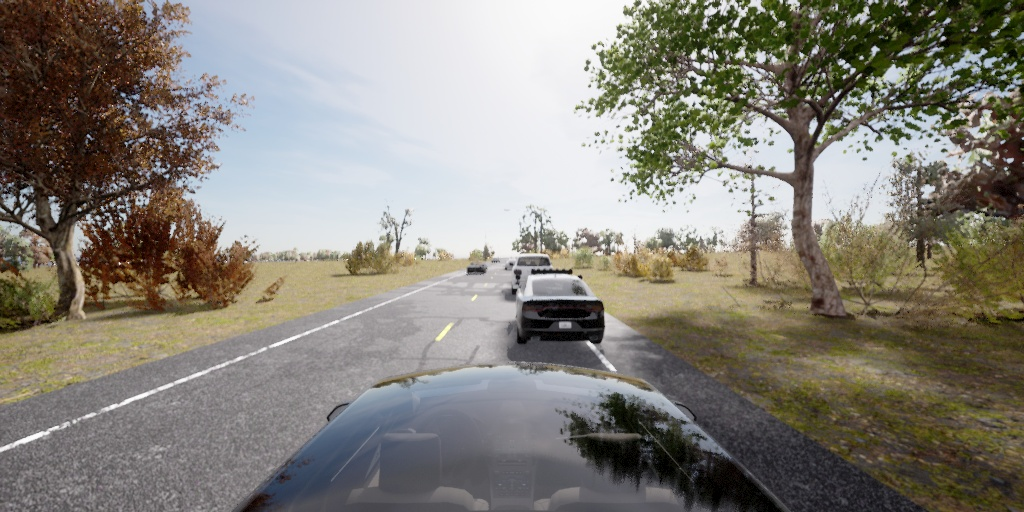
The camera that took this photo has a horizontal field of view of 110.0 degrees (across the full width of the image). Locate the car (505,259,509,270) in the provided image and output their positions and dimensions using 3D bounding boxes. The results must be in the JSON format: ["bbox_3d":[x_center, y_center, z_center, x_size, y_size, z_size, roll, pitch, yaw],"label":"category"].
[{"bbox_3d":[0.040,1.130,48.267,1.812,1.442,4.674,0,0,1],"label":"car"}]

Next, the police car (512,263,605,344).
[{"bbox_3d":[1.050,1.151,9.647,1.930,1.638,5.238,0,0,0],"label":"police car"}]

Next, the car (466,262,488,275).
[{"bbox_3d":[-3.595,1.240,37.289,1.895,1.301,4.718,0,0,0],"label":"car"}]

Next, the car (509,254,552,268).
[{"bbox_3d":[1.051,0.920,19.568,2.150,2.045,5.566,0,0,0],"label":"car"}]
